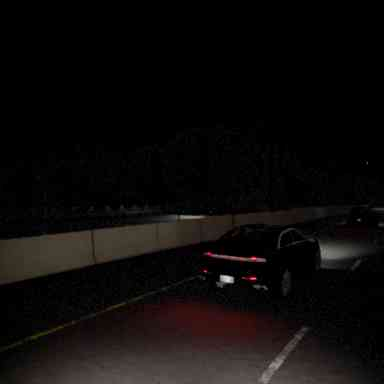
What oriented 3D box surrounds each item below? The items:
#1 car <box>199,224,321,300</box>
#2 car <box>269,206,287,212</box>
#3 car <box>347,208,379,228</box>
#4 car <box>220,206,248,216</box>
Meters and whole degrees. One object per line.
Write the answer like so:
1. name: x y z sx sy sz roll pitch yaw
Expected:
1. car: 2.044 1.600 8.855 2.128 1.511 4.902 0 -1 33
2. car: 11.280 2.398 42.279 2.033 1.411 5.357 0 -2 34
3. car: 13.705 1.990 26.622 1.882 1.535 5.008 0 -2 33
4. car: 5.721 2.241 40.265 1.882 1.535 5.008 0 -2 34
